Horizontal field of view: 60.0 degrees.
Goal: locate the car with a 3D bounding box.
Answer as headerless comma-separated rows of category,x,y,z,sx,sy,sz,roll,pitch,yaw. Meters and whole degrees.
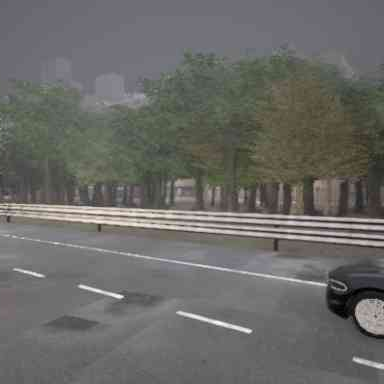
car,4.627,1.494,4.867,5.008,1.535,1.882,0,0,36
